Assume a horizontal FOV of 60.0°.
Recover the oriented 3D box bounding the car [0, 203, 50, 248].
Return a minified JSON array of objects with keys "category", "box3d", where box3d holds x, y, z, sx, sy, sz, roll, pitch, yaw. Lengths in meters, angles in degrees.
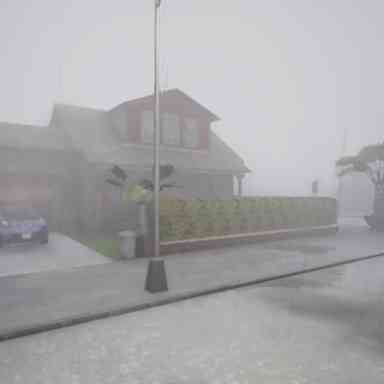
[{"category":"car","box3d":[-6.704,1.178,12.675,1.845,1.501,3.633,0,0,-38]}]
